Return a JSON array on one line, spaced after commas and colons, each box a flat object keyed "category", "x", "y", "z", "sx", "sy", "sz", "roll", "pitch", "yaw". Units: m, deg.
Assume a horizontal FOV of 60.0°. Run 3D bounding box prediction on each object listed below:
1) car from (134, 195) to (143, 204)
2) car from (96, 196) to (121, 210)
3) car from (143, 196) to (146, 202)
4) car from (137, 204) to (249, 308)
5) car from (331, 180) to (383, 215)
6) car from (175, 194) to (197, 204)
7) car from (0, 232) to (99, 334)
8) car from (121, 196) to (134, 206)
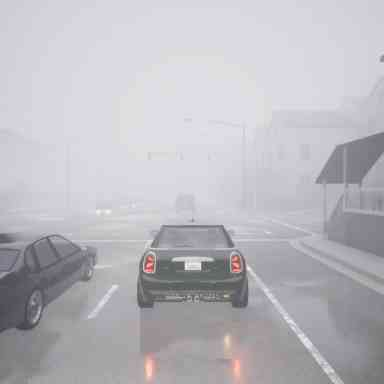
[{"category": "car", "x": -11.184, "y": 1.492, "z": 62.876, "sx": 2.128, "sy": 1.511, "sz": 4.902, "roll": 0, "pitch": 0, "yaw": 0}, {"category": "car", "x": -11.030, "y": 1.564, "z": 43.200, "sx": 1.994, "sy": 1.385, "sz": 4.181, "roll": 0, "pitch": 0, "yaw": -1}, {"category": "car", "x": -11.233, "y": 1.515, "z": 73.031, "sx": 2.128, "sy": 1.511, "sz": 4.902, "roll": 0, "pitch": 0, "yaw": -1}, {"category": "car", "x": 0.005, "y": 1.352, "z": 8.104, "sx": 2.097, "sy": 1.767, "sz": 4.553, "roll": 0, "pitch": 0, "yaw": 0}, {"category": "car", "x": 14.514, "y": 0.521, "z": 27.939, "sx": 5.566, "sy": 2.045, "sz": 2.150, "roll": -16, "pitch": 1, "yaw": -2}, {"category": "car", "x": -0.635, "y": 1.226, "z": 36.286, "sx": 2.150, "sy": 2.045, "sz": 5.566, "roll": -1, "pitch": 0, "yaw": -1}, {"category": "car", "x": -3.486, "y": 1.547, "z": 6.823, "sx": 2.033, "sy": 1.411, "sz": 5.357, "roll": 0, "pitch": 0, "yaw": 0}, {"category": "car", "x": -11.120, "y": 1.352, "z": 52.863, "sx": 2.097, "sy": 1.767, "sz": 4.553, "roll": 0, "pitch": 0, "yaw": -1}]
